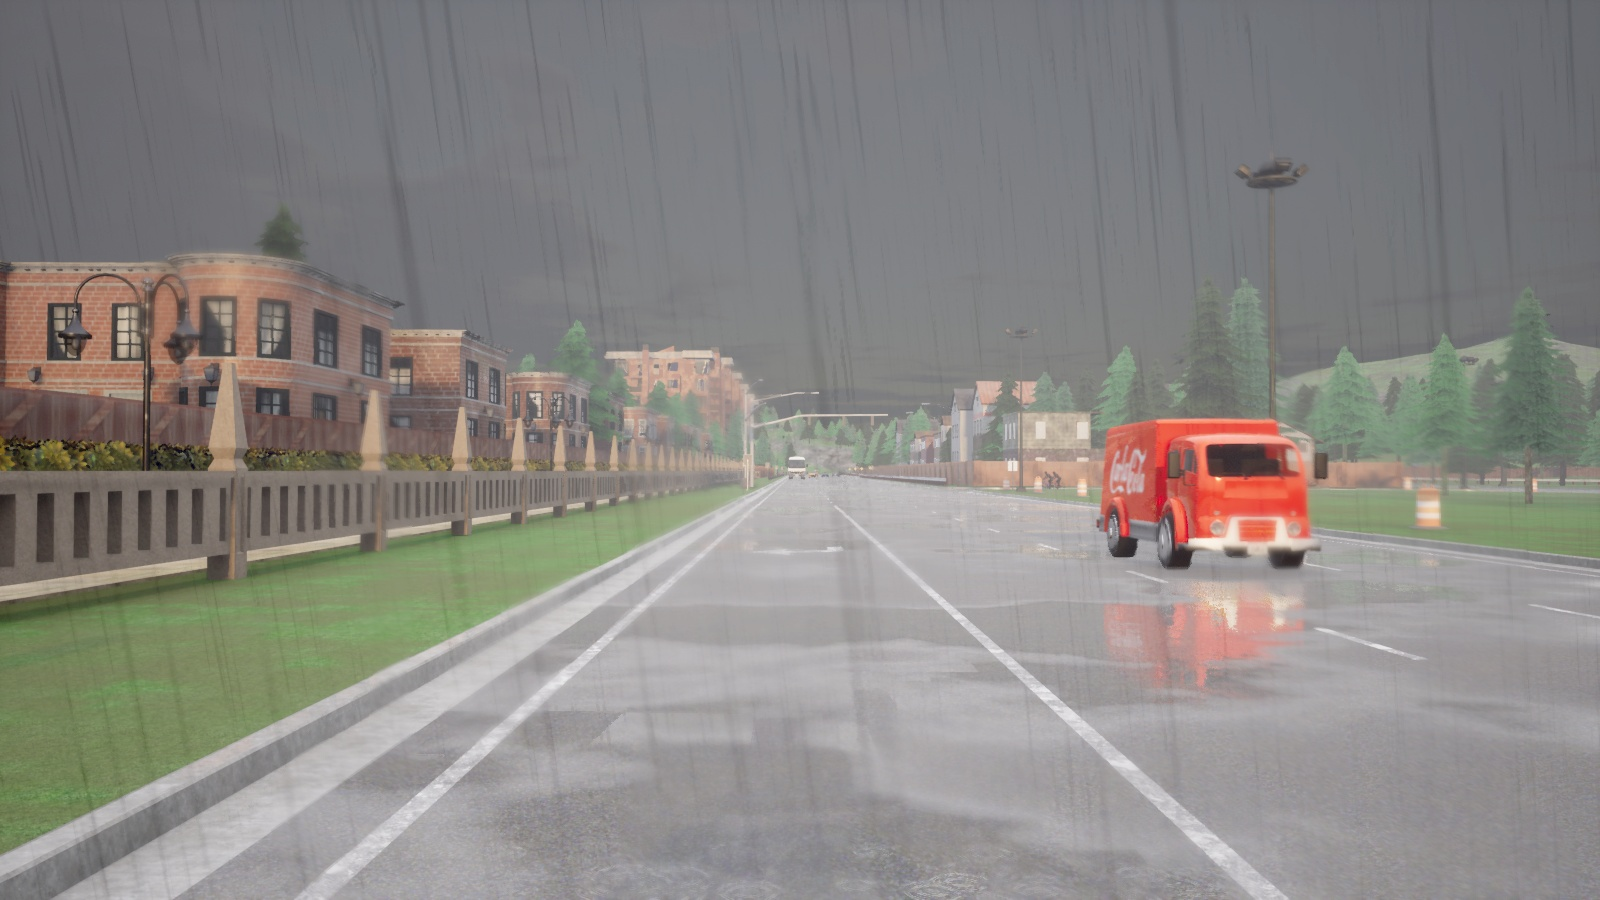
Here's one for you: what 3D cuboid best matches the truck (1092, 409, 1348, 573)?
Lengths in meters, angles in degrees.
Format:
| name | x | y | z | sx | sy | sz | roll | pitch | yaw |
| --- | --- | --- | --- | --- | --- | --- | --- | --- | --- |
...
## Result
| name | x | y | z | sx | sy | sz | roll | pitch | yaw |
| --- | --- | --- | --- | --- | --- | --- | --- | --- | --- |
| truck | 6.947 | 0.661 | 21.568 | 2.627 | 2.467 | 5.204 | 0 | -1 | 0 |
